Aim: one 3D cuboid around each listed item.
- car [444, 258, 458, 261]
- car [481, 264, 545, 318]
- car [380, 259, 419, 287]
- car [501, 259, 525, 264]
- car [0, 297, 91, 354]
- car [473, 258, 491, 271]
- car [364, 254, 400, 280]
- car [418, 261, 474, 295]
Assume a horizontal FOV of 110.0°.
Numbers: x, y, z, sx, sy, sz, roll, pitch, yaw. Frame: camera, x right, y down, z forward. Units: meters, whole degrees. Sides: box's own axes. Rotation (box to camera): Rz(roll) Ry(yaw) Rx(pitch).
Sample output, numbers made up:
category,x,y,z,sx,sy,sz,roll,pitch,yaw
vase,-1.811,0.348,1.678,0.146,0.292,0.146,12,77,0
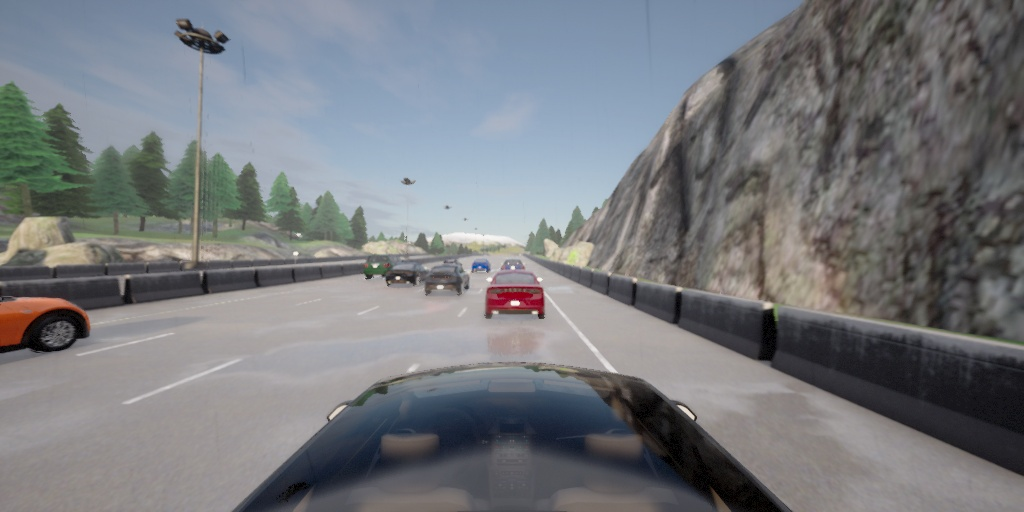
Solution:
category,x,y,z,sx,sy,sz,roll,pitch,yaw
car,-6.910,1.018,41.434,2.128,1.511,4.902,0,1,0
car,0.098,1.223,12.944,1.882,1.535,5.008,0,0,0
car,-6.906,1.172,24.193,1.882,1.535,5.008,0,0,0
car,0.093,0.994,30.933,2.097,1.767,4.553,0,1,0
car,-10.400,1.107,6.013,2.097,1.767,4.553,0,0,0
car,-3.410,1.016,40.475,1.882,1.535,5.008,0,1,0
car,-10.407,0.873,29.963,2.150,2.045,5.566,0,1,0
car,-3.404,1.226,19.435,1.837,1.490,4.892,0,0,0
